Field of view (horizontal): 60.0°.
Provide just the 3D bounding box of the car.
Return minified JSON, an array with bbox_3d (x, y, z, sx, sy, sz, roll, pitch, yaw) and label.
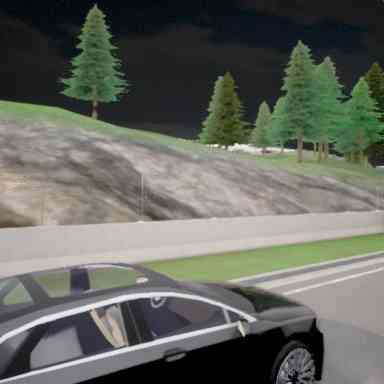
[{"bbox_3d":[-0.666,1.498,3.272,4.902,1.511,2.128,1,0,-35],"label":"car"}]
